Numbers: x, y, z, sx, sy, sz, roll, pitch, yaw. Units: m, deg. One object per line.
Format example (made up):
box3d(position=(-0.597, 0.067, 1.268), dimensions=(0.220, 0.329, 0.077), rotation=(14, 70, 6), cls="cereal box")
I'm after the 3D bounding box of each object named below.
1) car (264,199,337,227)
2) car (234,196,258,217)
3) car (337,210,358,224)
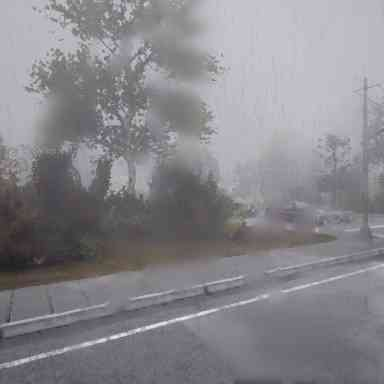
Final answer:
box3d(position=(7.389, 1.426, 23.637), dimensions=(2.097, 1.767, 4.553), rotation=(0, -1, -38), cls="car")
box3d(position=(3.944, 1.430, 33.373), dimensions=(2.150, 2.045, 5.566), rotation=(0, -1, -41), cls="car")
box3d(position=(10.182, 1.675, 25.840), dimensions=(1.895, 1.301, 4.718), rotation=(0, -1, -39), cls="car")
